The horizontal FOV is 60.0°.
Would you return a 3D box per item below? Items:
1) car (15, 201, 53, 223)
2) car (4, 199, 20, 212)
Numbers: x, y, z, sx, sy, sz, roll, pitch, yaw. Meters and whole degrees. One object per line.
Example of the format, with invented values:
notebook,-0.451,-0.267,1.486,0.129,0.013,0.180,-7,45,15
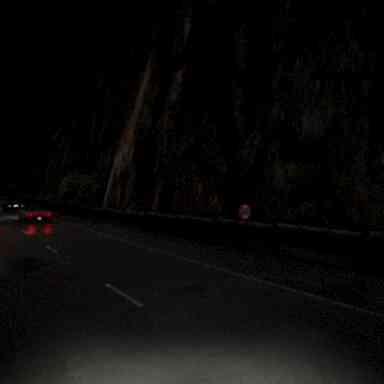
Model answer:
car,-12.659,1.693,26.773,1.895,1.301,4.718,1,0,-34
car,-20.490,1.546,38.184,2.033,1.411,5.357,1,0,-34
